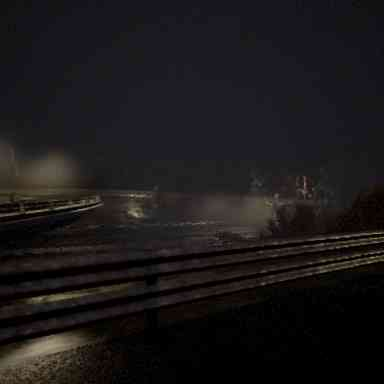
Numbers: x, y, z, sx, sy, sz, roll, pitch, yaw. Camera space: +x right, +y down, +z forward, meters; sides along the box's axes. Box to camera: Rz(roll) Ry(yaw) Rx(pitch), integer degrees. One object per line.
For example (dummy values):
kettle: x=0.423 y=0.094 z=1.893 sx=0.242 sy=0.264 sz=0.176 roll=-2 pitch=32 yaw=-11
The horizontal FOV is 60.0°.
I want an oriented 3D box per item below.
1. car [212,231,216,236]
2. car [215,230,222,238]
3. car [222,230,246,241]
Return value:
car: x=7.121 y=9.340 z=75.330 sx=5.008 sy=1.535 sz=1.882 roll=0 pitch=0 yaw=-17
car: x=8.150 y=9.371 z=71.985 sx=4.892 sy=1.490 sz=1.837 roll=0 pitch=0 yaw=-17
car: x=9.150 y=9.235 z=68.630 sx=4.553 sy=1.767 sz=2.097 roll=0 pitch=0 yaw=-17
